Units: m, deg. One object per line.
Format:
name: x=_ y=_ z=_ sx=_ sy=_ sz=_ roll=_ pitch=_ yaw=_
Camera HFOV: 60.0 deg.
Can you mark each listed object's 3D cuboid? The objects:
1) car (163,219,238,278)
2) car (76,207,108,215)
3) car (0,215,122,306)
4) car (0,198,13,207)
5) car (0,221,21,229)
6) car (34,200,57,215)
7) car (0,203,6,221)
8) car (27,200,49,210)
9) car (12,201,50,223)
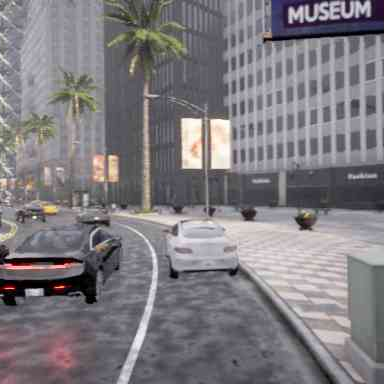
car: x=0.140 y=1.571 z=10.281 sx=1.812 sy=1.442 sz=4.674 roll=-1 pitch=0 yaw=-6
car: x=-7.362 y=1.776 z=24.423 sx=1.994 sy=1.385 sz=4.181 roll=-1 pitch=0 yaw=-25
car: x=-2.935 y=1.570 z=8.295 sx=2.128 sy=1.511 sz=4.902 roll=-1 pitch=0 yaw=-4
car: x=-43.149 y=2.286 z=77.153 sx=2.185 sy=1.767 sz=4.553 roll=-1 pitch=0 yaw=-38
car: x=-6.255 y=1.666 z=7.579 sx=2.033 sy=1.411 sz=5.357 roll=-1 pitch=0 yaw=-3
car: x=-17.426 y=1.871 z=39.206 sx=1.801 sy=1.575 sz=5.366 roll=-1 pitch=0 yaw=-37
car: x=-13.785 y=1.704 z=22.198 sx=1.837 sy=1.490 sz=4.892 roll=-1 pitch=0 yaw=-27
car: x=-25.050 y=2.065 z=54.016 sx=2.231 sy=1.521 sz=4.892 roll=-1 pitch=0 yaw=-38
car: x=-14.132 y=1.828 z=29.051 sx=1.837 sy=1.490 sz=4.892 roll=0 pitch=-1 yaw=-34
